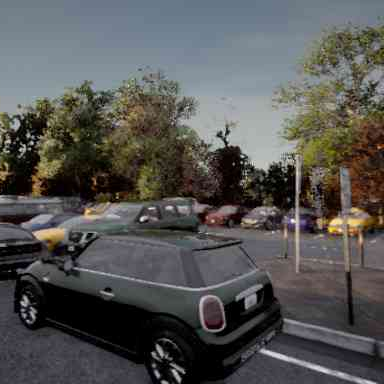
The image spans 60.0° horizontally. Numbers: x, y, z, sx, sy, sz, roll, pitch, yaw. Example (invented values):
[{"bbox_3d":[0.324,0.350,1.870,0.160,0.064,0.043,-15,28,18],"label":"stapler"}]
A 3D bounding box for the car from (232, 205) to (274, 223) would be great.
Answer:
[{"bbox_3d":[5.159,1.758,23.167,2.231,1.521,4.892,0,-1,37],"label":"car"}]

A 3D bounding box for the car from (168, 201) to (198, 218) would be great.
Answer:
[{"bbox_3d":[0.696,1.770,26.469,2.097,1.535,5.008,0,-1,37],"label":"car"}]

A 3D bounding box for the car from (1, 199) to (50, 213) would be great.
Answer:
[{"bbox_3d":[-21.512,1.734,43.132,1.946,1.575,5.366,0,0,36],"label":"car"}]

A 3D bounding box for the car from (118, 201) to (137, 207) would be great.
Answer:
[{"bbox_3d":[-3.772,1.784,29.762,2.231,1.521,4.892,0,-1,36],"label":"car"}]

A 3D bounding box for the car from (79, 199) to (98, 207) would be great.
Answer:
[{"bbox_3d":[-8.124,1.788,33.220,1.946,1.575,5.366,0,-1,37],"label":"car"}]

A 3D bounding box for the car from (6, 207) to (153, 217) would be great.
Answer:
[{"bbox_3d":[-4.290,1.608,13.651,1.946,1.575,5.366,0,-1,37],"label":"car"}]

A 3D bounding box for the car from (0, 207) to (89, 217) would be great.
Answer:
[{"bbox_3d":[-6.432,1.660,15.469,2.002,1.452,4.674,0,-1,37],"label":"car"}]

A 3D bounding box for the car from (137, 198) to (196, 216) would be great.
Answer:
[{"bbox_3d":[-1.554,1.525,28.096,2.435,2.045,5.566,0,-1,37],"label":"car"}]

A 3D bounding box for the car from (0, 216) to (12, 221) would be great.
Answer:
[{"bbox_3d":[-5.810,1.573,9.086,4.892,1.490,1.837,0,-1,37],"label":"car"}]

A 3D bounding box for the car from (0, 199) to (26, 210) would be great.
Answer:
[{"bbox_3d":[-26.102,1.734,46.262,2.163,1.488,4.792,0,0,36],"label":"car"}]

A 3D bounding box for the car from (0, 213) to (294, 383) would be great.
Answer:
[{"bbox_3d":[-0.962,1.407,5.489,4.553,1.767,2.097,0,-1,37],"label":"car"}]

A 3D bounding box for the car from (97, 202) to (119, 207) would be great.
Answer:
[{"bbox_3d":[-6.004,1.787,31.415,2.097,1.535,5.008,0,-1,37],"label":"car"}]

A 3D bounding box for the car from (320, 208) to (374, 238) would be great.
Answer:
[{"bbox_3d":[9.506,1.738,19.711,1.946,1.575,5.366,0,-1,37],"label":"car"}]

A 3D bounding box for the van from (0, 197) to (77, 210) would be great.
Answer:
[{"bbox_3d":[-8.616,1.402,17.231,1.878,1.987,4.442,0,-1,37],"label":"van"}]

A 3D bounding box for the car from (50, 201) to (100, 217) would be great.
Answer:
[{"bbox_3d":[-12.682,1.813,36.399,2.163,1.488,4.792,0,-1,37],"label":"car"}]

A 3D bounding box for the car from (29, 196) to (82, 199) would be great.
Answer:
[{"bbox_3d":[-14.943,1.524,38.006,2.435,2.045,5.566,0,-1,37],"label":"car"}]

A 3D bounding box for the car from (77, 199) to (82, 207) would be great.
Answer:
[{"bbox_3d":[-10.479,1.820,34.696,2.163,1.488,4.792,0,-1,37],"label":"car"}]

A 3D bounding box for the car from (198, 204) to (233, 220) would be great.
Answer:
[{"bbox_3d":[2.927,1.763,24.818,2.097,1.535,5.008,0,-1,37],"label":"car"}]

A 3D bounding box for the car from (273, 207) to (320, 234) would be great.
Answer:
[{"bbox_3d":[7.403,1.780,21.534,2.163,1.488,4.792,0,-1,37],"label":"car"}]

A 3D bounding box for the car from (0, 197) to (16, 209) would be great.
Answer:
[{"bbox_3d":[-28.297,1.564,47.963,2.185,1.767,4.553,0,0,37],"label":"car"}]
